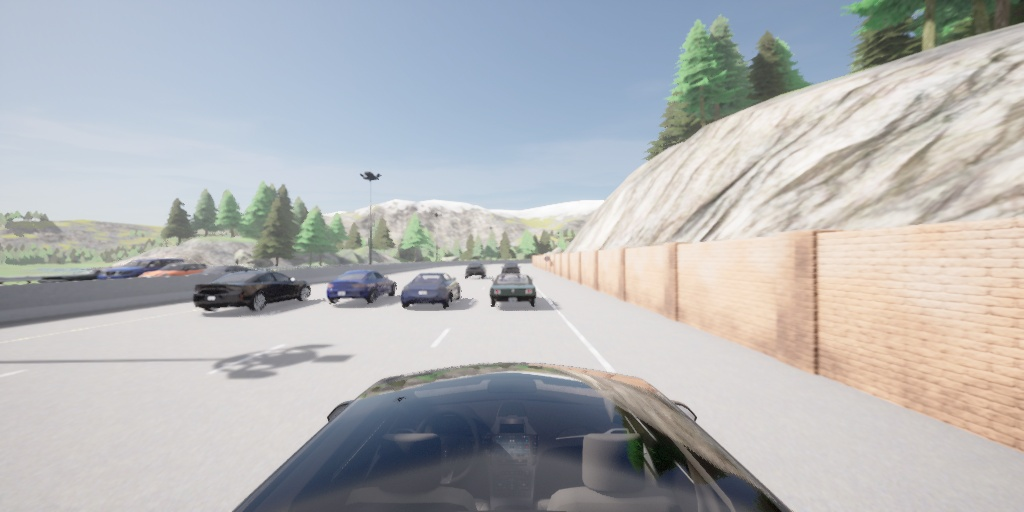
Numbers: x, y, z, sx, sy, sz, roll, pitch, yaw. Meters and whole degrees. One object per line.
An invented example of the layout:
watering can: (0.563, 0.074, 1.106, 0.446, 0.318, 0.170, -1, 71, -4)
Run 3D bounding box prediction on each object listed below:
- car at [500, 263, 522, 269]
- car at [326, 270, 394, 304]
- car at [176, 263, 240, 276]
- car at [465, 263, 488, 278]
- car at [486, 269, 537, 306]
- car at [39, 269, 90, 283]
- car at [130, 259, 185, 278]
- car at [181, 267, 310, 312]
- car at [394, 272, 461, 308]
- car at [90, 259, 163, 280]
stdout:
car: (-0.088, 1.424, 36.260, 1.837, 1.490, 4.892, 0, -1, 0)
car: (-6.981, 1.380, 16.950, 1.812, 1.442, 4.674, 0, 0, 0)
car: (-21.154, 1.437, 26.245, 1.882, 1.535, 5.008, 0, -1, 0)
car: (-3.588, 1.439, 36.315, 1.837, 1.490, 4.892, 0, -1, 0)
car: (0.030, 1.422, 16.110, 1.895, 1.301, 4.718, 0, 0, 0)
car: (-31.651, 1.609, 26.922, 1.895, 1.301, 4.718, 0, 0, 0)
car: (-24.655, 1.327, 26.557, 2.097, 1.767, 4.553, 0, 0, 0)
car: (-10.463, 1.337, 14.939, 1.882, 1.535, 5.008, 0, 0, 0)
car: (-3.468, 1.399, 15.907, 1.994, 1.385, 4.181, 0, 0, 0)
car: (-28.151, 1.223, 27.792, 2.150, 2.045, 5.566, 0, -1, 0)
